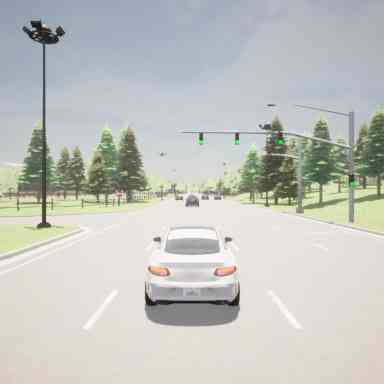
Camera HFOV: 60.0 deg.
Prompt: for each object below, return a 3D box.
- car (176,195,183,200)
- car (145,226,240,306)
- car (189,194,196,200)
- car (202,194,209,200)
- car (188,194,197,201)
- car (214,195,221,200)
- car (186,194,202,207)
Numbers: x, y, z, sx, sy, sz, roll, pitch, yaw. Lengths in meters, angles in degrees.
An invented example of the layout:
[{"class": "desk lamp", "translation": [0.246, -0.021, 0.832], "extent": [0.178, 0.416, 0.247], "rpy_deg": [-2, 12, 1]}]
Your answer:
[{"class": "car", "translation": [-3.361, 1.552, 89.884], "extent": [1.994, 1.385, 4.181], "rpy_deg": [0, 0, 0]}, {"class": "car", "translation": [0.018, 1.526, 7.895], "extent": [1.812, 1.442, 4.674], "rpy_deg": [0, 0, 0]}, {"class": "car", "translation": [0.144, 1.332, 92.832], "extent": [1.837, 1.490, 4.892], "rpy_deg": [0, 0, 0]}, {"class": "car", "translation": [3.644, 1.355, 93.209], "extent": [2.097, 1.767, 4.553], "rpy_deg": [0, 0, 0]}, {"class": "car", "translation": [0.128, 1.348, 82.798], "extent": [2.097, 1.767, 4.553], "rpy_deg": [0, 0, 0]}, {"class": "car", "translation": [7.144, 1.525, 93.234], "extent": [2.128, 1.511, 4.902], "rpy_deg": [0, 0, 0]}, {"class": "car", "translation": [0.080, 1.352, 51.769], "extent": [2.097, 1.767, 4.553], "rpy_deg": [0, 0, 0]}]
